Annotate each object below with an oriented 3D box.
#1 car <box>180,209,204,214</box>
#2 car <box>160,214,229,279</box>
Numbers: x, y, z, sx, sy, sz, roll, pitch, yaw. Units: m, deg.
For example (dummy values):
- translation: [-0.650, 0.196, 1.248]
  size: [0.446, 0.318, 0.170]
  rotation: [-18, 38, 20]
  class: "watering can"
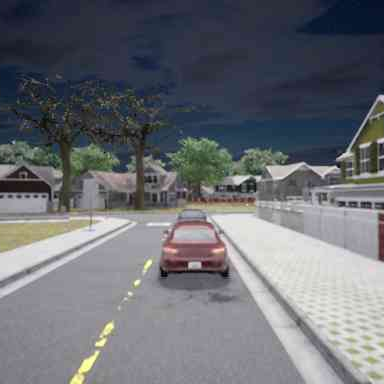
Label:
- translation: [0.012, 1.713, 19.763]
  size: [2.033, 1.411, 5.357]
  rotation: [0, 0, 0]
  class: "car"
- translation: [0.058, 1.612, 10.253]
  size: [1.812, 1.442, 4.674]
  rotation: [0, -1, 0]
  class: "car"
